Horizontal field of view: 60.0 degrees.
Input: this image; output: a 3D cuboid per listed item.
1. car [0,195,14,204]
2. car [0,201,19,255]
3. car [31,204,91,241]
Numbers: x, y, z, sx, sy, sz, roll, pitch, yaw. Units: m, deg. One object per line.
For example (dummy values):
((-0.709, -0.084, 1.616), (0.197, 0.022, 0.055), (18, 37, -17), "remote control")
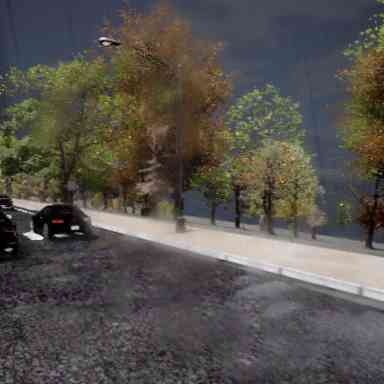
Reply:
((-19.103, 1.067, 33.254), (1.837, 1.490, 4.892), (-1, 1, -36), "car")
((-7.489, 1.323, 11.787), (1.882, 1.535, 5.008), (-1, 1, -36), "car")
((-6.132, 1.284, 15.447), (1.812, 1.442, 4.674), (-1, 1, -36), "car")
